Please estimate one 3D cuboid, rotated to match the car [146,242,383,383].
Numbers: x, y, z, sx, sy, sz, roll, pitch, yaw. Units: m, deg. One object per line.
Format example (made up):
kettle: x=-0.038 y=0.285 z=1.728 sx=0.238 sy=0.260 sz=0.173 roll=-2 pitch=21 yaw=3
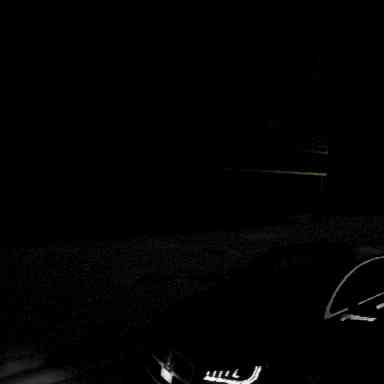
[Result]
car: x=1.736 y=1.532 z=4.605 sx=4.892 sy=1.490 sz=1.837 roll=1 pitch=0 yaw=-35
